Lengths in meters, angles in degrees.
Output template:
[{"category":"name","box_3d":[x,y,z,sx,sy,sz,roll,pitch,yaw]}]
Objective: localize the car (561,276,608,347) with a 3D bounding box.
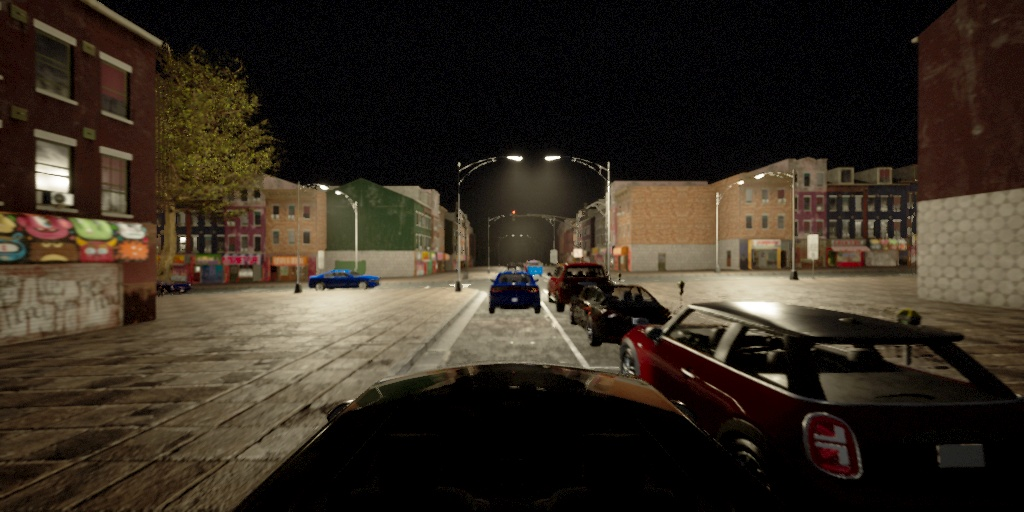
[{"category":"car","box_3d":[2.633,1.387,9.431,1.948,1.339,4.313,0,0,0]}]

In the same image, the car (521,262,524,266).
[{"category":"car","box_3d":[2.615,1.504,46.598,2.192,1.841,5.009,0,0,0]}]

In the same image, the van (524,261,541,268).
[{"category":"van","box_3d":[2.618,1.474,41.192,1.690,1.789,3.998,0,0,0]}]

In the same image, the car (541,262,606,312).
[{"category":"car","box_3d":[2.630,1.186,14.833,2.192,1.841,5.009,0,0,0]}]

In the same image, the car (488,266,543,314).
[{"category":"car","box_3d":[0.110,1.346,14.553,1.882,1.535,5.008,0,-1,0]}]

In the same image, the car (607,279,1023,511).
[{"category":"car","box_3d":[2.635,1.211,4.029,1.967,1.591,4.097,0,0,0]}]

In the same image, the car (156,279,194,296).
[{"category":"car","box_3d":[-26.627,2.321,26.542,4.718,1.301,1.895,-2,0,0]}]

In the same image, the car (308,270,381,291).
[{"category":"car","box_3d":[-12.324,1.772,26.560,5.008,1.535,1.882,-2,0,-1]}]
